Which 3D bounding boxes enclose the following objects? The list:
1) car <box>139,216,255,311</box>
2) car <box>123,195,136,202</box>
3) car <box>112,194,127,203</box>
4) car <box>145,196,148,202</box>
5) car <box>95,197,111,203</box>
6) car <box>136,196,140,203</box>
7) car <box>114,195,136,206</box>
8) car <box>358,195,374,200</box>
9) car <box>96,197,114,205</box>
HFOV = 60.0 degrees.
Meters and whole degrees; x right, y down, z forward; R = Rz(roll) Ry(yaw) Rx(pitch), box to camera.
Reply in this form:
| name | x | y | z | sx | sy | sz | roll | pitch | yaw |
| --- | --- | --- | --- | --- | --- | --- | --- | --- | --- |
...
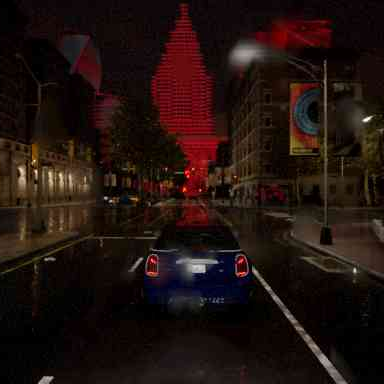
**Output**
| name | x | y | z | sx | sy | sz | roll | pitch | yaw |
| --- | --- | --- | --- | --- | --- | --- | --- | --- | --- |
| car | 0.102 | 1.352 | 7.902 | 2.097 | 1.767 | 4.553 | 0 | 0 | 0 |
| car | -14.723 | 1.525 | 78.423 | 2.128 | 1.511 | 4.902 | 0 | 0 | 0 |
| car | -14.760 | 1.352 | 68.022 | 2.097 | 1.767 | 4.553 | 0 | 0 | 0 |
| car | -11.232 | 1.553 | 75.758 | 1.994 | 1.385 | 4.181 | 0 | 0 | 0 |
| car | -18.012 | 1.595 | 67.415 | 1.895 | 1.301 | 4.718 | 0 | 0 | 0 |
| car | -11.296 | 1.478 | 65.885 | 1.882 | 1.535 | 5.008 | 0 | 0 | 1 |
| car | -11.383 | 1.526 | 56.738 | 1.812 | 1.442 | 4.674 | 0 | 0 | 0 |
| car | 34.687 | 1.481 | 68.621 | 2.231 | 1.521 | 4.892 | 0 | 0 | 0 |
| car | -14.873 | 1.547 | 57.912 | 2.033 | 1.411 | 5.357 | 0 | 0 | 0 |
